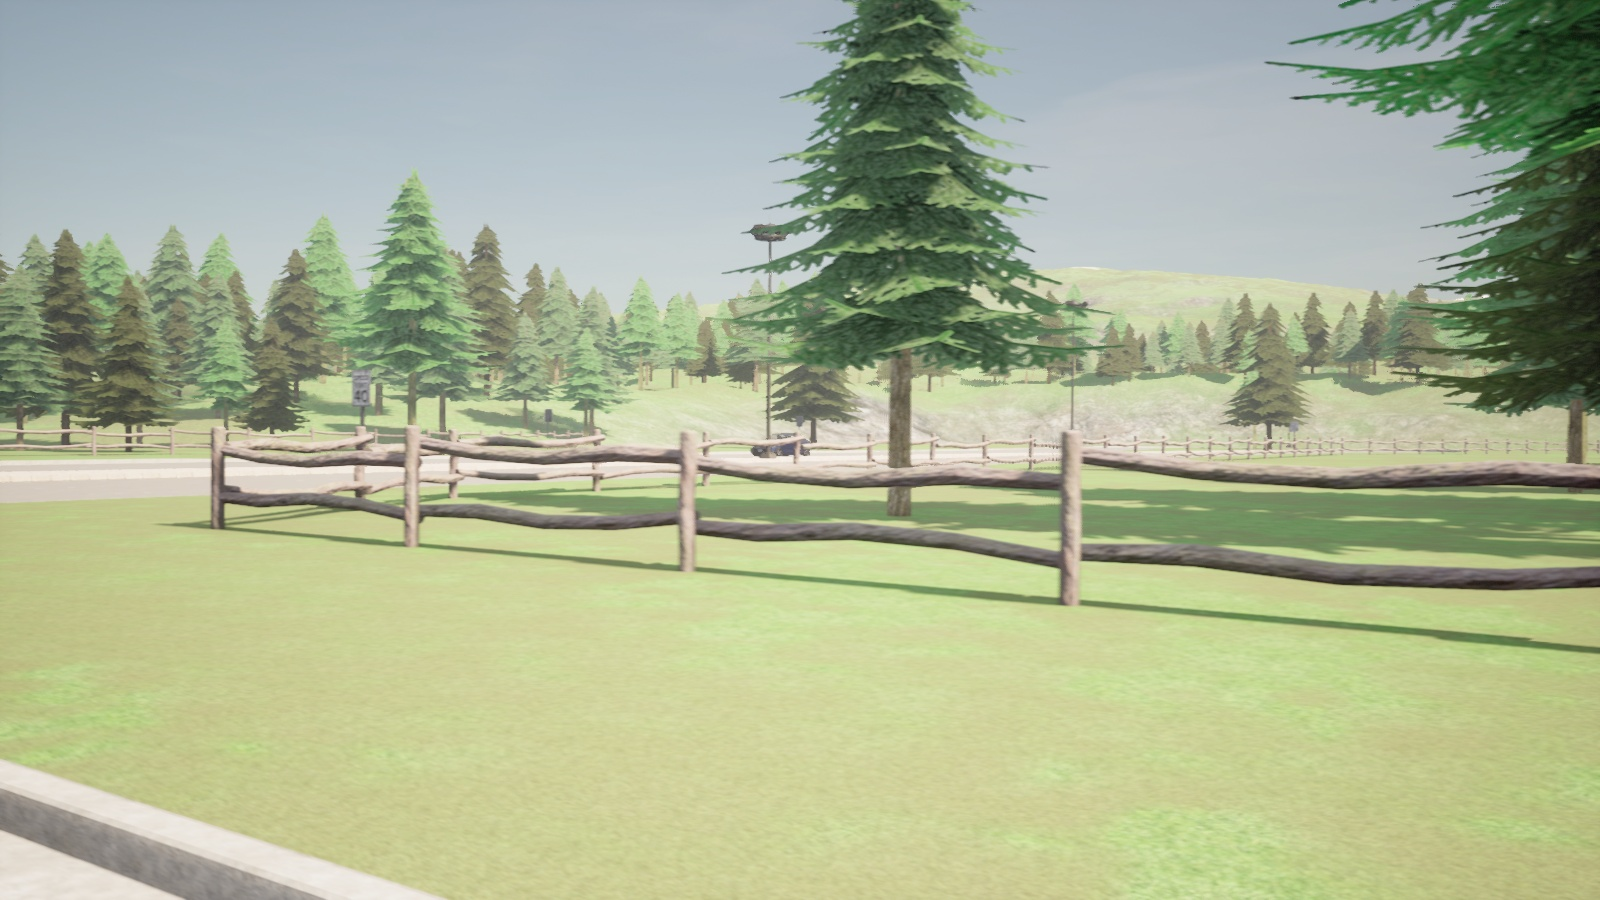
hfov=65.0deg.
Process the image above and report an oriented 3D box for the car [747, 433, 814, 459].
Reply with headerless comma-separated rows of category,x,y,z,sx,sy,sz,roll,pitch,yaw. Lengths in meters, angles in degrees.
car,-1.099,-0.243,73.096,1.816,1.474,4.193,0,1,34
